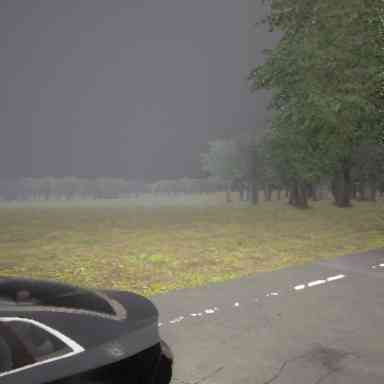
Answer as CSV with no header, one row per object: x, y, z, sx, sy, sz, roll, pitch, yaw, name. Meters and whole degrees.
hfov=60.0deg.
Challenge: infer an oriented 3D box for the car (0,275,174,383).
-2.445,1.506,2.248,4.892,1.490,1.837,0,0,-35,car
